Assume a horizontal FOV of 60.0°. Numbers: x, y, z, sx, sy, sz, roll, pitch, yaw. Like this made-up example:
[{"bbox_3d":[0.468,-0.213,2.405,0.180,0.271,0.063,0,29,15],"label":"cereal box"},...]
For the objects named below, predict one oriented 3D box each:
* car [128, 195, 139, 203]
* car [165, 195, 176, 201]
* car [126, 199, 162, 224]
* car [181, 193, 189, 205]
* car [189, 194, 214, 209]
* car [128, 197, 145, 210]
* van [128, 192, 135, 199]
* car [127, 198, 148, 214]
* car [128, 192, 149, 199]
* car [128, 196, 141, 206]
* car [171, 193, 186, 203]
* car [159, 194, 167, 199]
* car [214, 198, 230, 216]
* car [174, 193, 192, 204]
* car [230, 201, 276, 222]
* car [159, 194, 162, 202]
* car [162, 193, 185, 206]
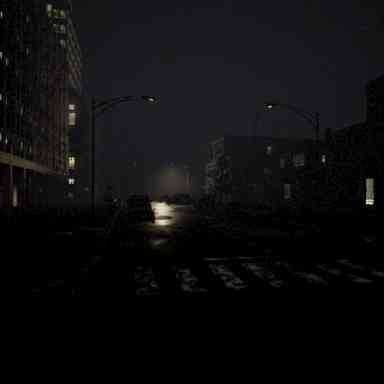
[{"bbox_3d":[-10.889,1.290,61.439,1.947,1.339,4.313,1,0,-11],"label":"car"},{"bbox_3d":[-4.762,1.298,73.899,1.947,1.339,4.313,1,0,-11],"label":"car"},{"bbox_3d":[-3.535,1.425,23.383,2.008,1.369,4.403,1,0,-11],"label":"car"},{"bbox_3d":[-0.591,1.336,52.321,1.752,1.417,4.829,1,0,-11],"label":"car"},{"bbox_3d":[1.545,1.169,41.280,2.192,1.841,5.009,1,0,-11],"label":"car"},{"bbox_3d":[-6.686,1.351,39.693,1.887,1.381,4.507,1,0,-11],"label":"car"},{"bbox_3d":[-16.140,0.970,88.620,1.690,1.788,3.998,1,0,-11],"label":"van"},{"bbox_3d":[-5.636,1.379,34.257,2.008,1.369,4.403,1,0,-11],"label":"car"},{"bbox_3d":[-4.583,1.166,28.820,2.192,1.841,5.009,1,0,-11],"label":"car"},{"bbox_3d":[-8.755,1.290,50.399,1.752,1.417,4.829,1,0,-11],"label":"car"},{"bbox_3d":[-2.658,1.086,63.026,2.192,1.841,5.009,1,0,-11],"label":"car"},{"bbox_3d":[-7.913,1.258,90.209,1.802,1.307,4.206,1,0,-11],"label":"car"},{"bbox_3d":[3.643,1.480,30.408,1.802,1.307,4.206,1,0,-11],"label":"car"},{"bbox_3d":[-1.607,1.106,57.590,2.192,1.841,5.009,1,0,-11],"label":"car"},{"bbox_3d":[4.662,1.446,25.138,1.752,1.417,4.829,1,0,-11],"label":"car"},{"bbox_3d":[-4.942,1.266,61.180,1.837,1.490,4.892,0,0,-11],"label":"car"},{"bbox_3d":[-2.923,1.347,50.745,2.033,1.411,5.357,0,0,-11],"label":"car"}]
